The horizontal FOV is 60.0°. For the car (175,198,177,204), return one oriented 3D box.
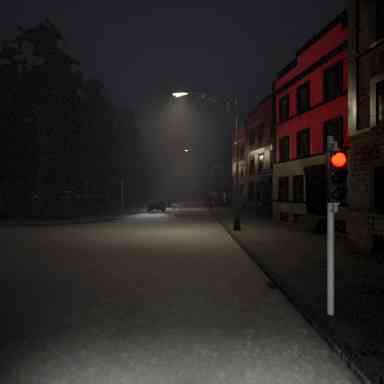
[{"bbox_3d":[-3.957,1.601,63.917,1.895,1.301,4.718,0,0,1],"label":"car"}]

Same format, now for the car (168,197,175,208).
[{"bbox_3d":[-4.039,1.490,49.263,2.128,1.511,4.902,0,0,0],"label":"car"}]

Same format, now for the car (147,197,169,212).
[{"bbox_3d":[-4.056,1.601,38.731,1.895,1.301,4.718,0,0,0],"label":"car"}]
